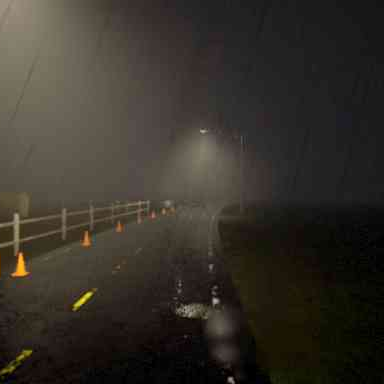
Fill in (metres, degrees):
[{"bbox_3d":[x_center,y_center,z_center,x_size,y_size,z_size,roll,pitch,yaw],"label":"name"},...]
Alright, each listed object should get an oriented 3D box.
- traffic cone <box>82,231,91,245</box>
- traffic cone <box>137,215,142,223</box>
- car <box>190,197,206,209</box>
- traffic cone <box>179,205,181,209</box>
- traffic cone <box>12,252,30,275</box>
[{"bbox_3d":[-4.473,1.940,14.107,0.340,0.580,0.340,0,0,3],"label":"traffic cone"},{"bbox_3d":[-3.838,1.935,24.166,0.340,0.580,0.340,0,0,4],"label":"traffic cone"},{"bbox_3d":[0.858,1.483,44.858,1.837,1.490,4.892,0,0,8],"label":"car"},{"bbox_3d":[-1.627,1.928,44.197,0.340,0.580,0.340,0,0,8],"label":"traffic cone"},{"bbox_3d":[-4.672,1.942,9.073,0.340,0.580,0.340,0,0,2],"label":"traffic cone"}]
